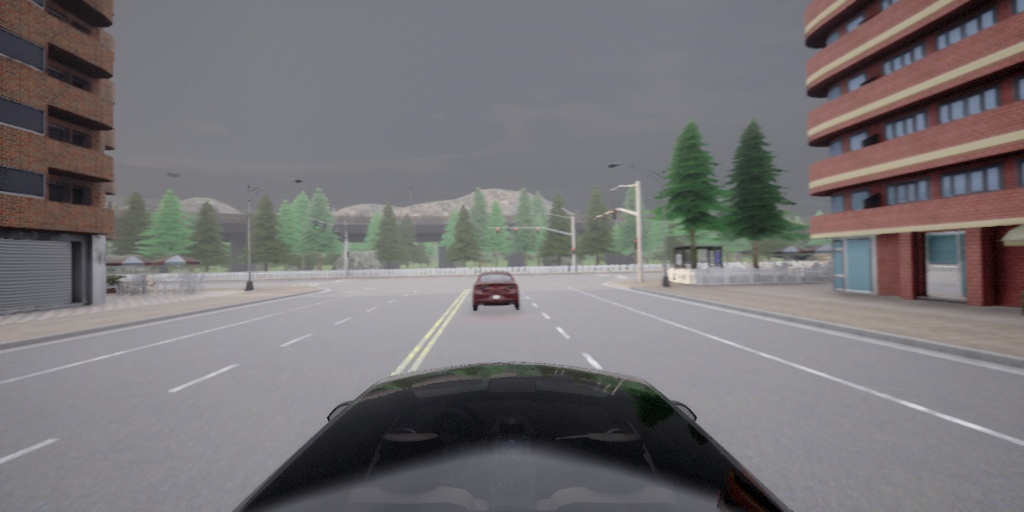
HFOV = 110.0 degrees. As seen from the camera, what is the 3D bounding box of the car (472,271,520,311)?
[{"bbox_3d":[-0.706,1.416,15.810,1.882,1.535,5.008,-1,-1,-3],"label":"car"}]
